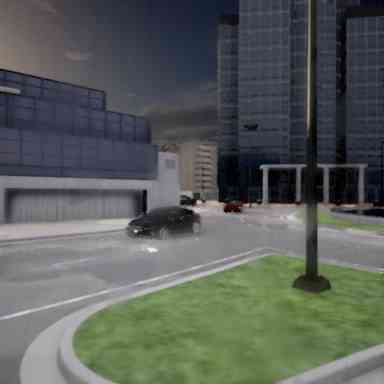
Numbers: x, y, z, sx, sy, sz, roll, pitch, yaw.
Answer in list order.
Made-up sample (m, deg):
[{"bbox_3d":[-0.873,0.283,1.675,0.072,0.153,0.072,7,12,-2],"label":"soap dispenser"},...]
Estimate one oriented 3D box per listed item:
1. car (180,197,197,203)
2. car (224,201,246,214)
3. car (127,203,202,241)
[{"bbox_3d":[-1.118,1.593,54.246,1.882,1.535,5.008,0,0,-37],"label":"car"},{"bbox_3d":[4.758,1.701,36.604,1.895,1.301,4.718,0,0,15],"label":"car"},{"bbox_3d":[-1.240,1.537,17.026,1.837,1.490,4.892,2,1,32],"label":"car"}]
